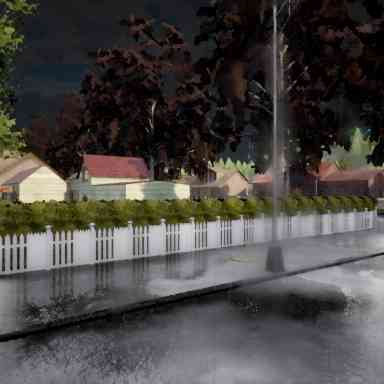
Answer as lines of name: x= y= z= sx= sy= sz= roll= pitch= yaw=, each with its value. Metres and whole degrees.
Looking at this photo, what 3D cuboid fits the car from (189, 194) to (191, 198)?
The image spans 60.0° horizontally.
car: x=-2.188 y=1.221 z=57.477 sx=2.150 sy=2.045 sz=5.566 roll=0 pitch=0 yaw=-35
